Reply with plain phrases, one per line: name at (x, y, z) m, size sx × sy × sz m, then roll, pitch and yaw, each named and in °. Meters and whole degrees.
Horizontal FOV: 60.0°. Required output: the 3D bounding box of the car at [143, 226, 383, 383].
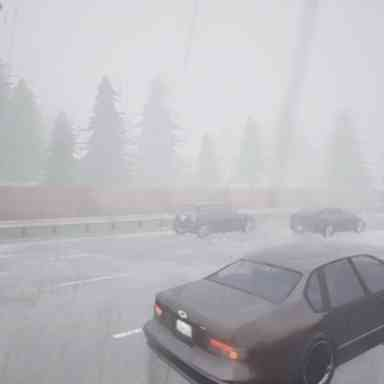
car at (1.954, 1.542, 5.134) m, size 5.357 × 1.411 × 2.033 m, roll 0°, pitch 0°, yaw -36°

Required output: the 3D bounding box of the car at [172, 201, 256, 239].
car at (1.281, 1.341, 17.560) m, size 4.553 × 1.767 × 2.097 m, roll 0°, pitch 0°, yaw -36°

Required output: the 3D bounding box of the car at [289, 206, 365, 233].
car at (7.172, 1.481, 17.461) m, size 4.892 × 1.490 × 1.837 m, roll 0°, pitch 0°, yaw -36°
